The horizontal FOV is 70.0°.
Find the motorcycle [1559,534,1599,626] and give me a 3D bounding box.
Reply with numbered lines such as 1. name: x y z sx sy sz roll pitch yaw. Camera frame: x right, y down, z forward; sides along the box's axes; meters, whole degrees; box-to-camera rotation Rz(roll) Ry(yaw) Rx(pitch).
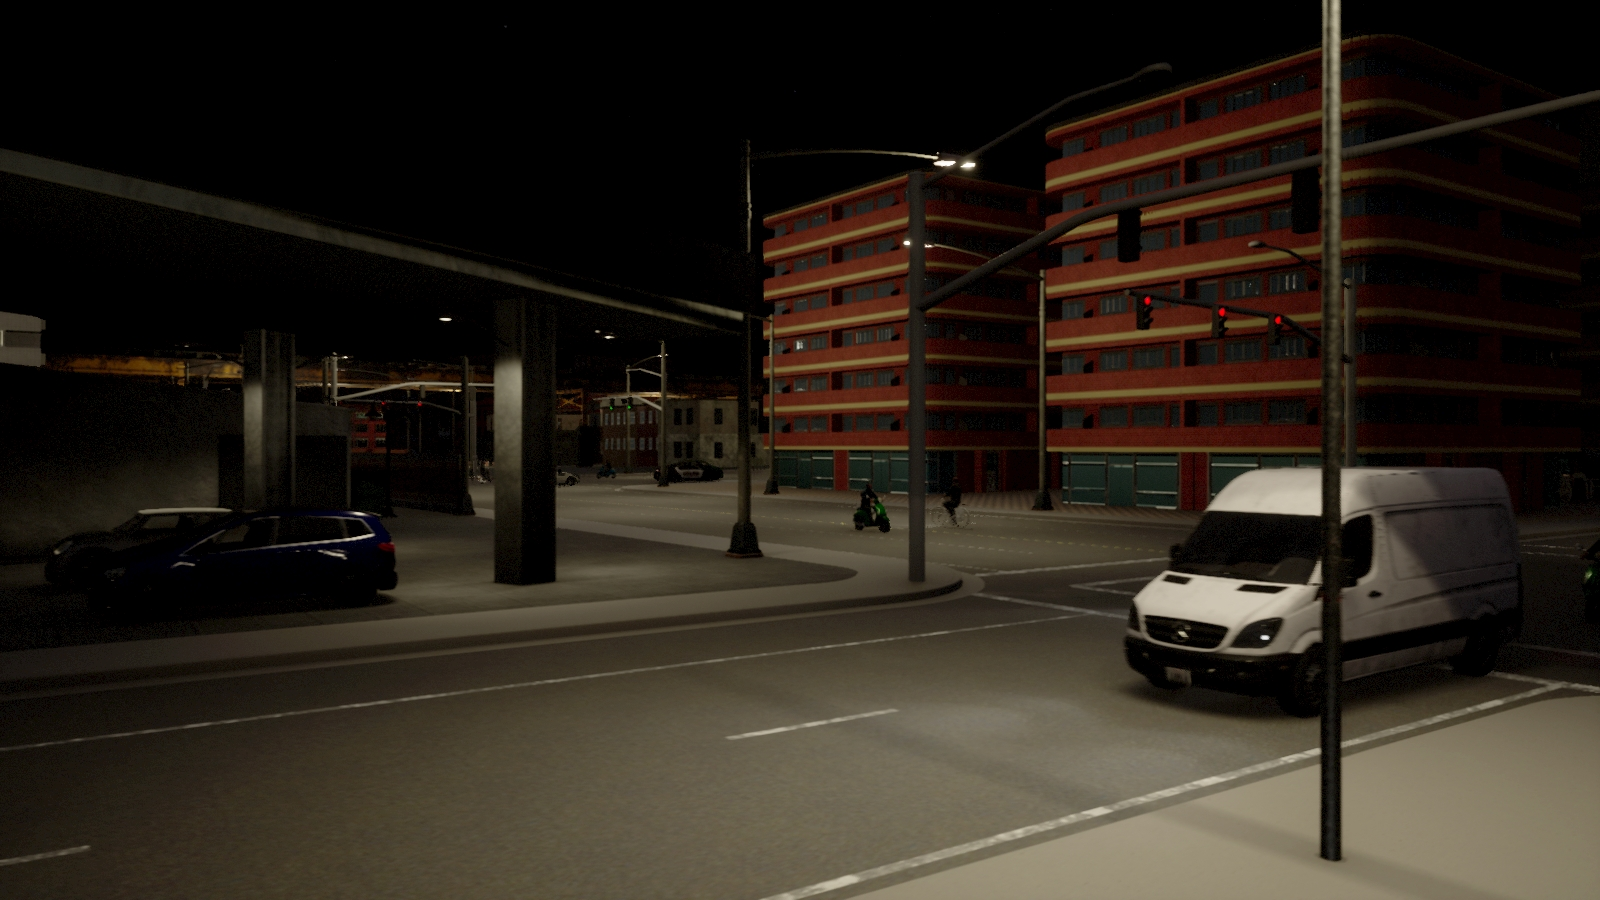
1. motorcycle: 13.167 2.084 18.508 1.805 1.341 0.856 0 0 -35

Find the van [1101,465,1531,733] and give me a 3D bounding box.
1. van: 6.385 1.498 13.772 5.915 2.561 1.988 0 0 -35
